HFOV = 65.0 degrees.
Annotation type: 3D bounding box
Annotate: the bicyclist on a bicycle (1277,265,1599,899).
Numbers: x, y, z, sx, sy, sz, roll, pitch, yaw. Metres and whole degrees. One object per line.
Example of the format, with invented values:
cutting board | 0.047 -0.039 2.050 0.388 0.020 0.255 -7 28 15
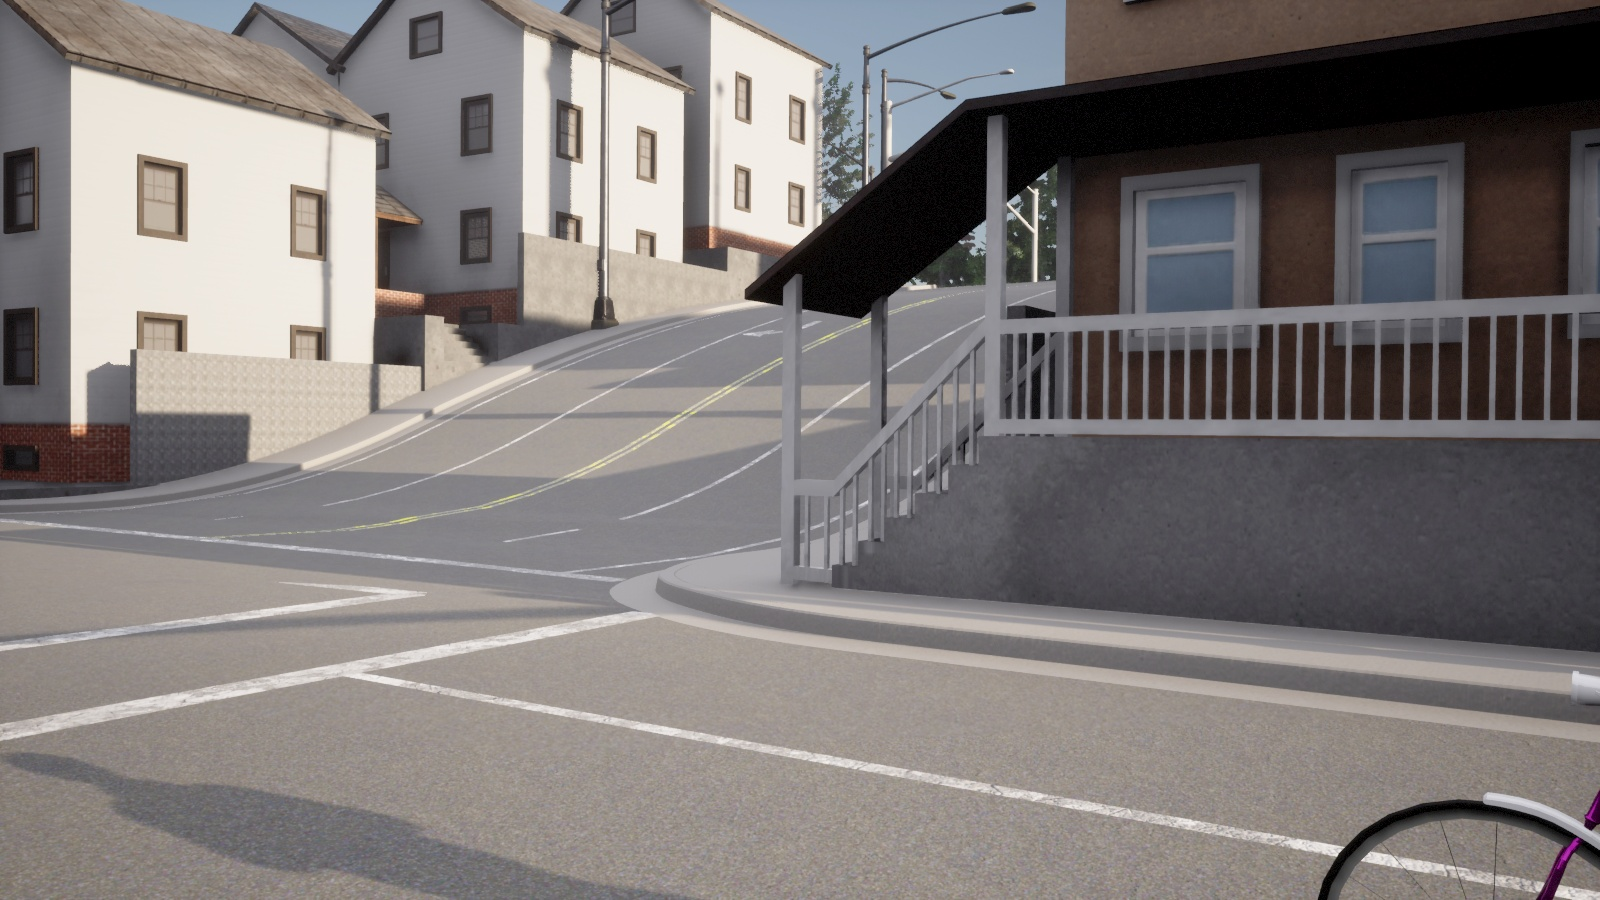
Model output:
bicyclist on a bicycle | 1.928 0.552 2.340 1.843 1.776 0.659 0 1 34
